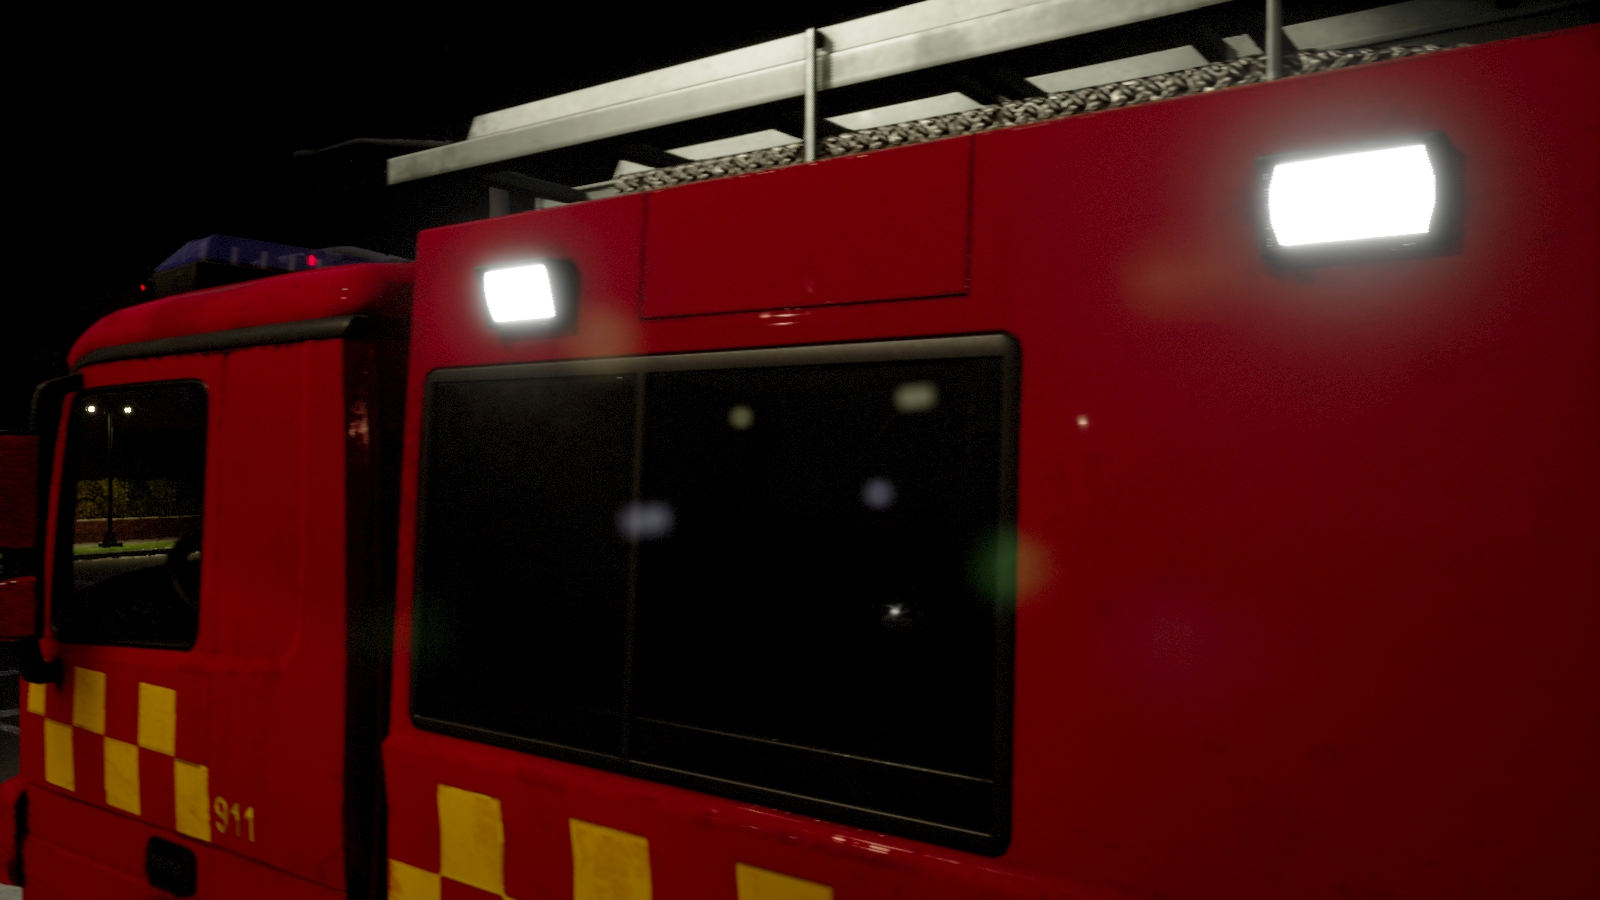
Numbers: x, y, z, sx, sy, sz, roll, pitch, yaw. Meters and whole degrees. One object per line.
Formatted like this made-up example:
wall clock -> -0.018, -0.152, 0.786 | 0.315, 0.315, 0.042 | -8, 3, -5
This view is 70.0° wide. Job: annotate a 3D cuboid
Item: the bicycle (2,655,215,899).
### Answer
bicycle -> -4.020, 2.048, 6.580 | 1.835, 1.496, 0.329 | 0, 0, 35
